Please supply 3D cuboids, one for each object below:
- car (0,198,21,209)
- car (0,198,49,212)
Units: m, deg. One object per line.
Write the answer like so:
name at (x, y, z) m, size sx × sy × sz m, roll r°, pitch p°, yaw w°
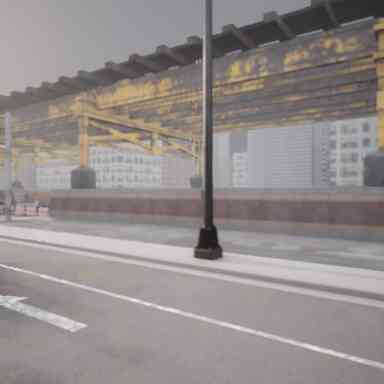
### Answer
car at (-21.703, 1.298, 38.969) m, size 1.853 × 1.218 × 4.536 m, roll 0°, pitch 0°, yaw -11°
car at (-17.883, 1.298, 36.252) m, size 4.536 × 1.218 × 1.853 m, roll 0°, pitch 0°, yaw -1°
